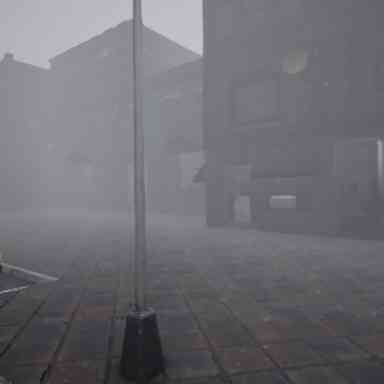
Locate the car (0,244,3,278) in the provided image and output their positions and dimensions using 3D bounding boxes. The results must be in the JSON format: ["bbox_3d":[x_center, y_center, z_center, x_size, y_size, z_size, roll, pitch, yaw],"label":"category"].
[{"bbox_3d":[-6.602,1.483,8.283,5.008,1.535,2.097,0,0,37],"label":"car"}]
